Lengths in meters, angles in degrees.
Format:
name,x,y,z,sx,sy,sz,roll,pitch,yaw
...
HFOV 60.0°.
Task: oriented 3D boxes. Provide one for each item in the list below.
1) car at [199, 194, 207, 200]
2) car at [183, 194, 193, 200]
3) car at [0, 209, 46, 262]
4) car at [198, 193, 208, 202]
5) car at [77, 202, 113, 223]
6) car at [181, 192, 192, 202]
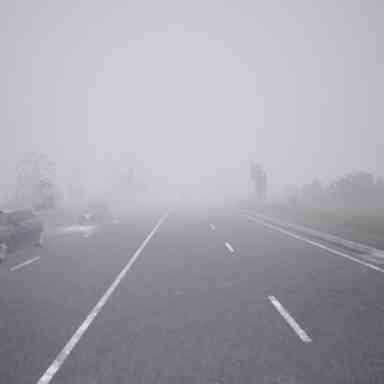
name,x,y,z,sx,sy,sz,roll,pitch,yaw
car,2.624,1.200,80.350,1.895,1.301,4.718,-1,0,2
car,-0.874,1.246,80.468,2.033,1.411,5.357,-1,0,2
car,-7.378,1.490,12.546,2.097,1.767,4.553,-1,0,-1
car,2.337,1.086,70.059,2.097,1.767,4.553,-1,0,1
car,-7.737,1.594,26.858,2.128,1.511,4.902,-1,0,-1
car,-1.170,1.038,69.727,2.150,2.045,5.566,-1,0,1
